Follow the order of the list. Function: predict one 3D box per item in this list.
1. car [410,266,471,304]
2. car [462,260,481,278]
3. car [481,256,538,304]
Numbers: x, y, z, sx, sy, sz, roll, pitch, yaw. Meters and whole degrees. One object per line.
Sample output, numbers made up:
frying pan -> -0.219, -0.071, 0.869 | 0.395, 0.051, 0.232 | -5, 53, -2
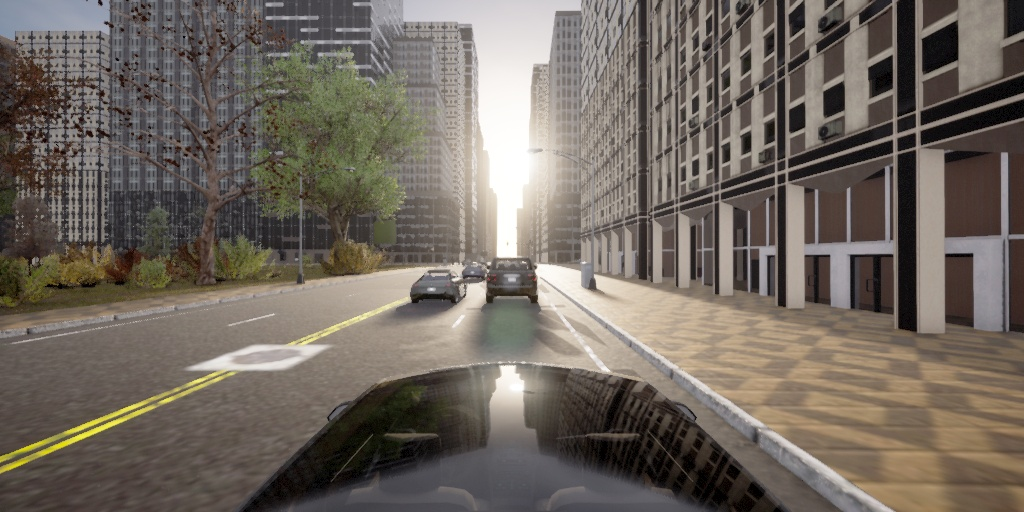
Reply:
car -> -3.250, 1.323, 16.499 | 1.994, 1.385, 4.181 | 0, 0, 0
car -> -3.250, 1.339, 31.500 | 1.994, 1.385, 4.181 | 0, 0, 0
car -> 0.000, 1.009, 16.530 | 2.150, 2.045, 5.566 | 0, 0, 0
